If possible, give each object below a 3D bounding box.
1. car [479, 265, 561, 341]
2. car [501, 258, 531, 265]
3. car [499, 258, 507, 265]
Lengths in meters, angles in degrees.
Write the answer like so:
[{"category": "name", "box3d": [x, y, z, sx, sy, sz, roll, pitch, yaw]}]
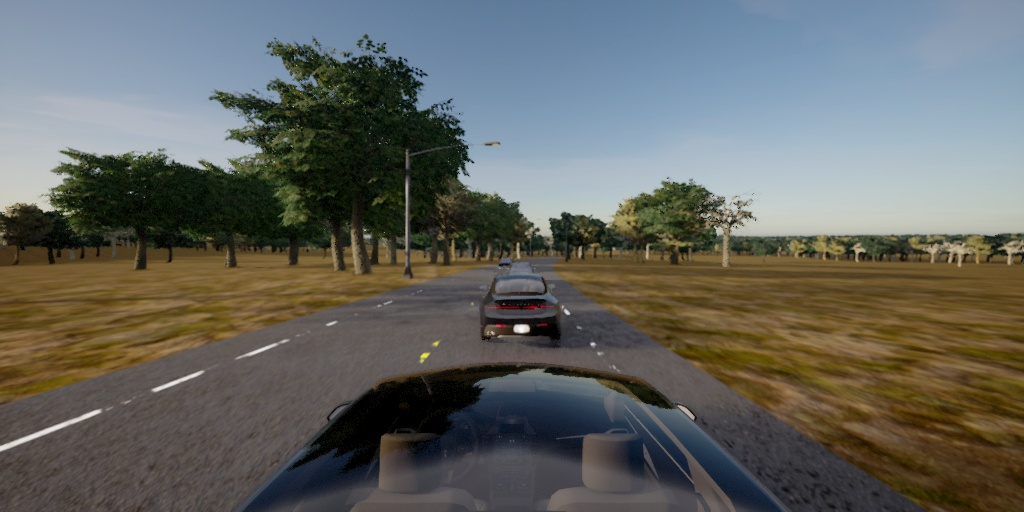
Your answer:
[{"category": "car", "box3d": [0.166, 1.191, 9.696, 1.837, 1.490, 4.892, -1, 1, -1]}, {"category": "car", "box3d": [0.638, 1.139, 24.911, 2.033, 1.411, 5.357, -1, 1, 3]}, {"category": "car", "box3d": [-0.775, 0.956, 53.221, 2.033, 1.411, 5.357, 0, 0, 6]}]
